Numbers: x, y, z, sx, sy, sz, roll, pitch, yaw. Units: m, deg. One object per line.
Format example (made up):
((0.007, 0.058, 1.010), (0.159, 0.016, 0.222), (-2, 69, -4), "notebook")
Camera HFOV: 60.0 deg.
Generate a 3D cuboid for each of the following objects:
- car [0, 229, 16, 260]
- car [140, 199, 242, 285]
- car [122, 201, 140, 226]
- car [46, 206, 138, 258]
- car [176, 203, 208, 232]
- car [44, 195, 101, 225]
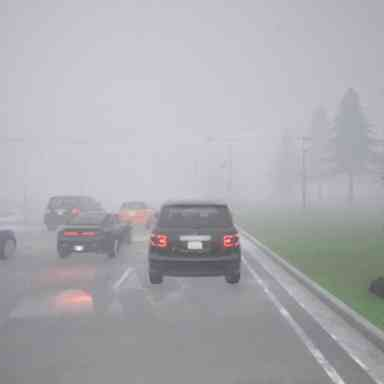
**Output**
((-6.967, 1.471, 9.409), (1.882, 1.535, 5.008), (0, 0, 0), "car")
((0.054, 1.213, 9.619), (2.150, 2.045, 5.566), (0, 0, 0), "car")
((-3.521, 1.336, 21.463), (2.097, 1.767, 4.553), (0, 0, 0), "car")
((-3.480, 1.493, 12.642), (1.837, 1.490, 4.892), (0, -1, 0), "car")
((-0.019, 1.510, 21.132), (1.812, 1.442, 4.674), (0, 0, 0), "car")
((-7.014, 1.207, 20.352), (2.150, 2.045, 5.566), (0, 0, 0), "car")
